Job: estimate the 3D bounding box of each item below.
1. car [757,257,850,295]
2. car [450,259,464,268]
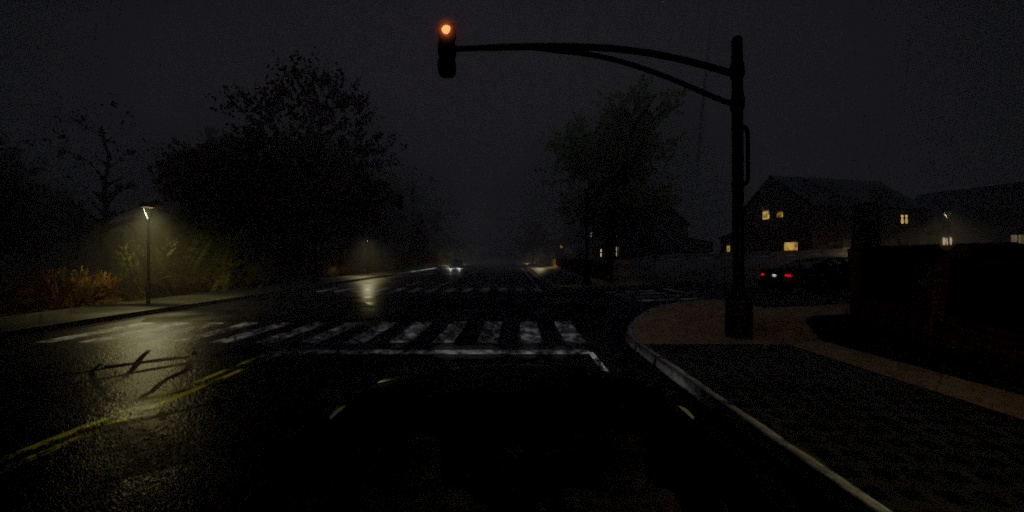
[{"bbox_3d":[12.835,0.745,14.387,5.357,1.411,2.033,-2,-1,-6],"label":"car"},{"bbox_3d":[-9.697,1.302,63.260,1.837,1.490,4.892,0,0,0],"label":"car"}]
